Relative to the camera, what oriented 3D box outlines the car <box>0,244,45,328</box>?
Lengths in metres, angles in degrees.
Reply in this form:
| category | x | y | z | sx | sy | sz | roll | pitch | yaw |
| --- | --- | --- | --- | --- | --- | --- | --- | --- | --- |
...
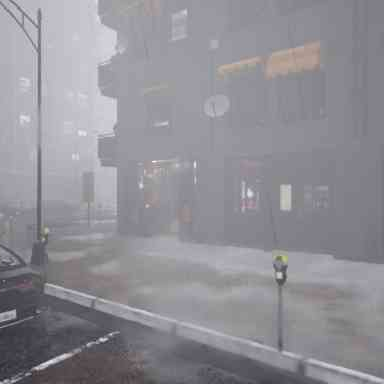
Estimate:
| category | x | y | z | sx | sy | sz | roll | pitch | yaw |
| --- | --- | --- | --- | --- | --- | --- | --- | --- | --- |
| car | -4.433 | 1.553 | 6.047 | 4.403 | 1.369 | 2.008 | 0 | 0 | 36 |

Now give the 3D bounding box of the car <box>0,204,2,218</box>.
| category | x | y | z | sx | sy | sz | roll | pitch | yaw |
| --- | --- | --- | --- | --- | --- | --- | --- | --- | --- |
| car | -13.959 | 1.354 | 26.075 | 2.008 | 1.369 | 4.403 | 1 | 1 | 35 |

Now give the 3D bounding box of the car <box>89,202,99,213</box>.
| category | x | y | z | sx | sy | sz | roll | pitch | yaw |
| --- | --- | --- | --- | --- | --- | --- | --- | --- | --- |
| car | -10.862 | 1.254 | 30.495 | 1.752 | 1.417 | 4.829 | 1 | 1 | 35 |

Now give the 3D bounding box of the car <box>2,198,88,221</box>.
| category | x | y | z | sx | sy | sz | roll | pitch | yaw |
| --- | --- | --- | --- | --- | --- | --- | --- | --- | --- |
| car | -11.112 | 1.334 | 25.592 | 2.033 | 1.411 | 5.357 | 0 | 1 | 39 |
